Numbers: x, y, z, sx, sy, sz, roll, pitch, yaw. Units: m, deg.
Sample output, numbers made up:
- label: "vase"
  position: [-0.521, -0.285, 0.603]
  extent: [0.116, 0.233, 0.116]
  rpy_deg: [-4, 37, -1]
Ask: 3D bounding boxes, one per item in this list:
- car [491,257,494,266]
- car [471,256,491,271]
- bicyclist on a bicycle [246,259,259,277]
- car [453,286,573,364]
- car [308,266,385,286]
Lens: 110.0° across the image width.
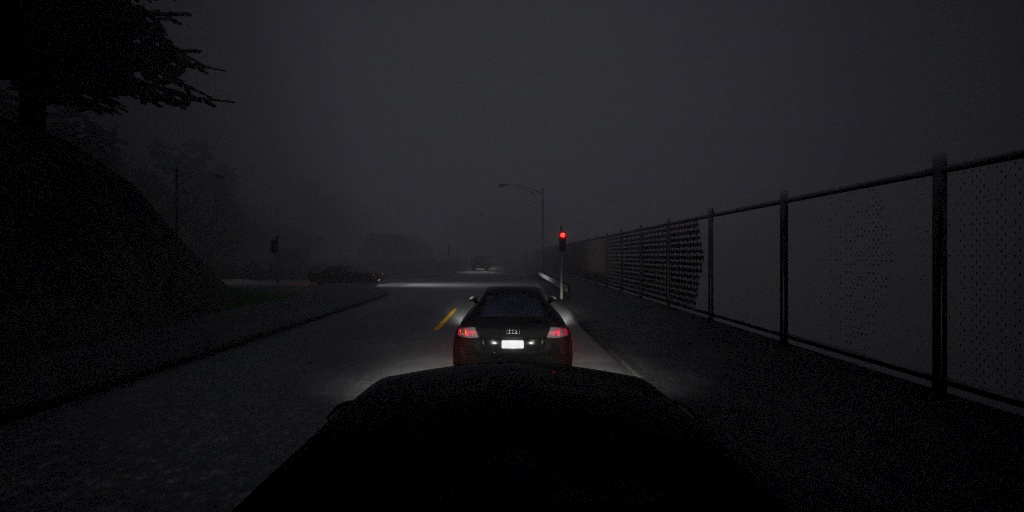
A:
- label: "car"
  position: [-4.556, 1.276, 60.514]
  extent: [1.812, 1.442, 4.674]
  rpy_deg: [0, 0, 0]
- label: "car"
  position: [-4.494, 0.972, 50.597]
  extent: [2.150, 2.045, 5.566]
  rpy_deg: [0, 0, 0]
- label: "bicyclist on a bicycle"
  position: [-24.050, 1.099, 33.279]
  extent: [0.582, 1.620, 1.656]
  rpy_deg: [0, 0, 0]
- label: "car"
  position: [0.018, 1.314, 7.464]
  extent: [1.994, 1.385, 4.181]
  rpy_deg: [0, 0, 0]
- label: "car"
  position: [-11.356, 1.351, 24.844]
  extent: [4.718, 1.301, 1.895]
  rpy_deg: [0, 0, 4]
